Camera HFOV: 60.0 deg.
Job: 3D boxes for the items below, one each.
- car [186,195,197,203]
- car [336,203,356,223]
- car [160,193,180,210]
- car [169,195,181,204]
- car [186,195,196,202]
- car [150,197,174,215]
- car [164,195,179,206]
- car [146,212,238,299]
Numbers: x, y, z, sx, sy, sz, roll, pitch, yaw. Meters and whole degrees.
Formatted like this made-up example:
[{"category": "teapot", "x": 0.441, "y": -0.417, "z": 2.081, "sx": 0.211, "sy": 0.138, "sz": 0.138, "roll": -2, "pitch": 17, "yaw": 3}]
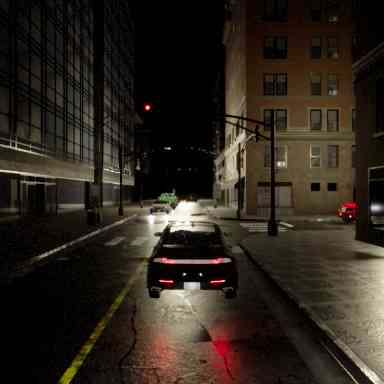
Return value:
[{"category": "car", "x": -0.072, "y": 1.308, "z": 65.989, "sx": 2.097, "sy": 1.767, "sz": 4.553, "roll": 0, "pitch": 0, "yaw": 0}, {"category": "car", "x": 13.032, "y": 1.174, "z": 23.027, "sx": 5.566, "sy": 2.045, "sz": 2.150, "roll": 0, "pitch": 0, "yaw": -1}, {"category": "car", "x": -3.190, "y": 1.194, "z": 43.714, "sx": 2.150, "sy": 2.045, "sz": 5.566, "roll": 0, "pitch": 0, "yaw": 1}, {"category": "car", "x": -3.224, "y": 1.449, "z": 63.990, "sx": 2.128, "sy": 1.511, "sz": 4.902, "roll": 0, "pitch": 0, "yaw": 0}, {"category": "car", "x": -0.197, "y": 1.473, "z": 75.682, "sx": 2.128, "sy": 1.511, "sz": 4.902, "roll": 0, "pitch": 0, "yaw": 0}, {"category": "car", "x": -3.184, "y": 1.506, "z": 34.260, "sx": 1.812, "sy": 1.442, "sz": 4.674, "roll": 0, "pitch": 0, "yaw": 0}, {"category": "car", "x": -3.210, "y": 1.317, "z": 53.618, "sx": 2.097, "sy": 1.767, "sz": 4.553, "roll": 0, "pitch": 0, "yaw": 0}, {"category": "car", "x": 0.024, "y": 1.490, "z": 8.460, "sx": 2.128, "sy": 1.511, "sz": 4.902, "roll": 0, "pitch": 0, "yaw": 1}]
